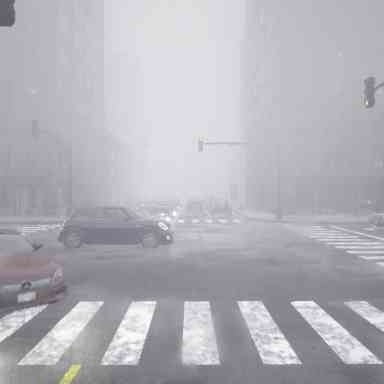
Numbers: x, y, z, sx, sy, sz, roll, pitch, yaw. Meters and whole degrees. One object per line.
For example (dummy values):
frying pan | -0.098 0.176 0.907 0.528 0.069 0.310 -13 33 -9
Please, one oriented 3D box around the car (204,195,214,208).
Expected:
car | 2.899 1.443 44.686 1.967 1.590 4.097 0 0 0

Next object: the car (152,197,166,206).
car | -5.567 1.568 56.063 1.947 1.339 4.313 0 0 0

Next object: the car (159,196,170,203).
car | -5.507 1.566 67.400 1.947 1.339 4.313 0 0 0

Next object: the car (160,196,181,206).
car | -2.875 1.603 43.147 1.895 1.301 4.718 0 0 1

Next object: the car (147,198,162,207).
car | -5.597 1.585 50.395 1.802 1.307 4.206 0 0 0

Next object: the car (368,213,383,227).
car | 13.642 1.615 20.676 4.718 1.301 1.895 0 0 0

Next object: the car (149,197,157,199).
car | -5.657 1.442 39.059 1.967 1.590 4.097 0 0 0

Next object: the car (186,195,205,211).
car | 0.306 1.509 39.842 1.837 1.490 4.892 0 0 0

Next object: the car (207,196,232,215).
car | 2.839 1.442 33.348 1.967 1.590 4.097 0 0 0

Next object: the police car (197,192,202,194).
police car | 2.781 1.420 79.454 1.930 1.638 5.238 0 0 0

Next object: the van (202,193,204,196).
van | 2.958 1.343 56.024 1.690 1.788 3.998 0 0 0

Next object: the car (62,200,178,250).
car | -3.015 1.350 13.895 4.553 1.767 2.097 0 0 0

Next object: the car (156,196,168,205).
car | -5.538 1.527 61.561 1.752 1.417 4.829 0 0 0

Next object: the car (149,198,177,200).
car | -2.929 1.602 33.164 1.895 1.301 4.718 0 0 3

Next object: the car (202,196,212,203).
car | 3.019 1.551 67.363 2.008 1.369 4.403 0 0 0

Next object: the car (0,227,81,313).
car | -4.484 1.527 7.278 4.674 1.442 1.812 0 -1 44

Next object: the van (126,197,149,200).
van | -5.687 1.343 33.390 1.690 1.788 3.998 0 0 0

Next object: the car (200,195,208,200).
car | 3.138 1.557 90.040 1.947 1.339 4.313 0 0 0

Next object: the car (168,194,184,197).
car | -2.811 1.550 53.837 2.033 1.411 5.357 0 0 1
